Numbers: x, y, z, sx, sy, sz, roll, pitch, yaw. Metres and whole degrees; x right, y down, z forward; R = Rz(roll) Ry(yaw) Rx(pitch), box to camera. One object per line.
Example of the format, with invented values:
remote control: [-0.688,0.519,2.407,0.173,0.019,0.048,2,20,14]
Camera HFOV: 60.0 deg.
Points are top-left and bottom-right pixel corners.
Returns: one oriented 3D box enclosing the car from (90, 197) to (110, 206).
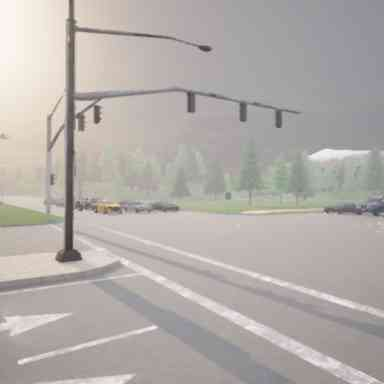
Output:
car: [-16.745,1.677,60.415,2.128,1.511,4.902,1,0,-34]

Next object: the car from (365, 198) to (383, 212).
car: [25.714,1.773,45.041,4.553,1.767,2.097,1,0,-35]

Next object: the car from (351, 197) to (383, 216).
car: [20.538,1.563,37.052,5.566,2.045,2.150,1,0,-35]

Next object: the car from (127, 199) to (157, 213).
car: [-6.425,1.754,39.355,1.895,1.301,4.718,1,0,-35]

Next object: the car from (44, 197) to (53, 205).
car: [-26.092,1.686,61.661,1.994,1.385,4.181,1,0,-34]

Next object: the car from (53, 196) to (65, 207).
car: [-20.436,1.686,53.395,1.994,1.385,4.181,1,0,-35]

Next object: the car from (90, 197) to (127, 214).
car: [-9.541,1.600,37.706,1.882,1.535,5.008,1,0,-35]

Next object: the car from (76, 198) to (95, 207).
car: [-18.015,1.679,56.059,1.812,1.442,4.674,1,-1,-34]

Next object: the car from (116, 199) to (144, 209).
car: [-9.321,1.732,49.657,2.033,1.411,5.357,1,0,-35]

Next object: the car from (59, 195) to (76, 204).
car: [-24.810,1.494,65.962,2.097,1.767,4.553,1,0,-35]

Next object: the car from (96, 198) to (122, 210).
car: [-11.765,1.631,47.043,1.882,1.535,5.008,1,0,-35]

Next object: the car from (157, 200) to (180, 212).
car: [-3.570,1.732,41.385,2.033,1.411,5.357,1,0,-35]

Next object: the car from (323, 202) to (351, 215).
car: [17.966,1.882,39.483,5.357,1.411,2.033,1,0,-32]

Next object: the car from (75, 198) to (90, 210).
car: [-14.755,1.647,45.211,1.812,1.442,4.674,1,0,-35]
